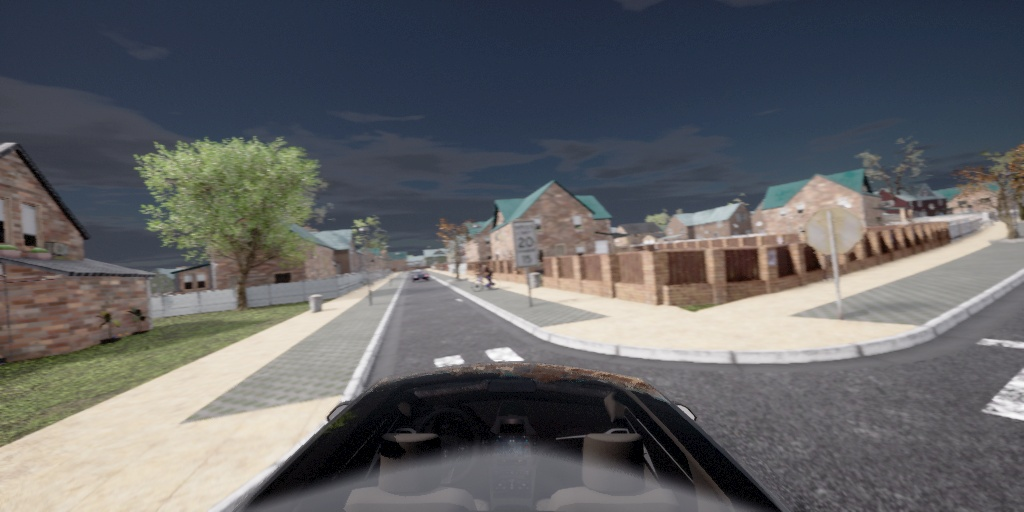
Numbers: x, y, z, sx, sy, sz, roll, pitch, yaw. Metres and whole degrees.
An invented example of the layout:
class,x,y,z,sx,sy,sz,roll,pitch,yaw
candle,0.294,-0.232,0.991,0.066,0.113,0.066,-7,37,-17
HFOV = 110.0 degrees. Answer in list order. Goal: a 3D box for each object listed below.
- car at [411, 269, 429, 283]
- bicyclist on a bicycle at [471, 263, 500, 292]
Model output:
class,x,y,z,sx,sy,sz,roll,pitch,yaw
car,-10.909,2.376,42.766,1.895,1.301,4.718,-5,0,-15
bicyclist on a bicycle,-1.523,1.176,20.153,1.656,1.620,0.582,-6,0,-16
